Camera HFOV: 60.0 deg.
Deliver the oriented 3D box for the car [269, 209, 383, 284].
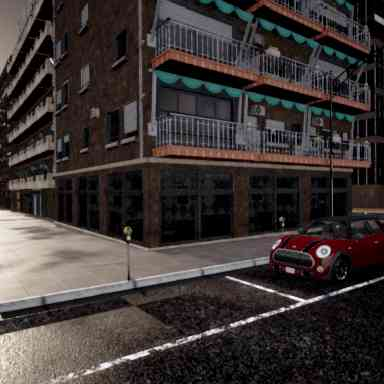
[{"bbox_3d":[4.078,1.439,9.500,4.097,1.590,1.967,0,-1,-36],"label":"car"}]
